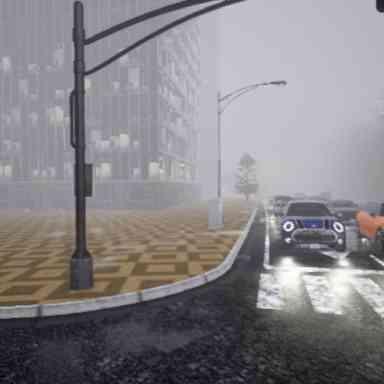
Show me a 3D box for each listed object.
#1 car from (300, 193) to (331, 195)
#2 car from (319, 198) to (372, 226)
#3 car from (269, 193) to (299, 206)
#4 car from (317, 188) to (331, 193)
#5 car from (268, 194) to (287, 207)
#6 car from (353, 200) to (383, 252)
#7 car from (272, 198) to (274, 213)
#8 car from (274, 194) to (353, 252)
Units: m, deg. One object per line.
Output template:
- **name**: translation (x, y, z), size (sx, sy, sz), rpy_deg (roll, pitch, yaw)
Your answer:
- **car**: translation (11.945, 1.088, 31.841), size (2.033, 1.411, 5.357), rpy_deg (0, 1, 12)
- **car**: translation (9.746, 1.202, 21.634), size (2.033, 1.411, 5.357), rpy_deg (0, 1, 12)
- **car**: translation (8.249, 1.061, 30.082), size (1.882, 1.535, 5.008), rpy_deg (0, 1, 12)
- **car**: translation (20.546, 0.735, 51.636), size (2.128, 1.511, 4.902), rpy_deg (-18, -17, 16)
- **car**: translation (10.612, 1.025, 41.391), size (1.994, 1.385, 4.181), rpy_deg (0, 1, 11)
- **car**: translation (7.657, 1.111, 12.397), size (2.097, 1.767, 4.553), rpy_deg (0, 1, 13)
- **car**: translation (6.339, 1.246, 21.297), size (1.994, 1.385, 4.181), rpy_deg (0, 1, 13)
- **car**: translation (4.434, 1.130, 12.878), size (2.097, 1.767, 4.553), rpy_deg (0, 1, 13)
